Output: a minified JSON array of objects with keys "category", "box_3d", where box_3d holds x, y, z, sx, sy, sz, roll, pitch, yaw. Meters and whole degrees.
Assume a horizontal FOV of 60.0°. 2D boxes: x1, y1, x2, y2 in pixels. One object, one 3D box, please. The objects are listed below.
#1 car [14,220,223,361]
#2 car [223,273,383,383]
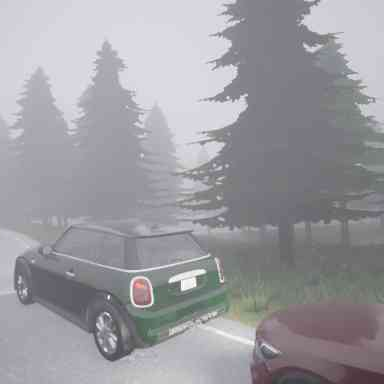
[{"category":"car","box_3d":[-1.578,1.311,6.222,4.553,1.767,2.097,1,1,44]},{"category":"car","box_3d":[2.747,1.531,2.596,4.674,1.442,1.812,1,0,36]}]
